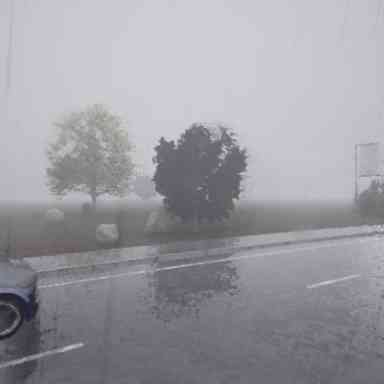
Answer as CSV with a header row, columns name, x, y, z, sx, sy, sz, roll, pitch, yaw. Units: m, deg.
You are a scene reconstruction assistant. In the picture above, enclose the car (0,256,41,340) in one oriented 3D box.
name,x,y,z,sx,sy,sz,roll,pitch,yaw
car,-4.550,1.553,4.942,4.181,1.385,1.994,0,0,-35
